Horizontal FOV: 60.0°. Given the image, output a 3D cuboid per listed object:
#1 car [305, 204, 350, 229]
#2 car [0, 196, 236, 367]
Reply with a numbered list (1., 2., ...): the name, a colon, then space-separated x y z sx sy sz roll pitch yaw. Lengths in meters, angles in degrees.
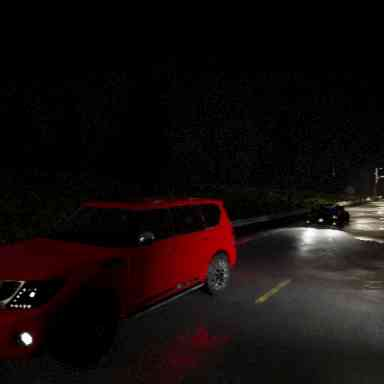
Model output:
1. car: 8.405 1.420 20.472 1.994 1.385 4.181 1 1 34
2. car: -1.144 1.123 6.201 2.150 2.045 5.566 1 1 34
